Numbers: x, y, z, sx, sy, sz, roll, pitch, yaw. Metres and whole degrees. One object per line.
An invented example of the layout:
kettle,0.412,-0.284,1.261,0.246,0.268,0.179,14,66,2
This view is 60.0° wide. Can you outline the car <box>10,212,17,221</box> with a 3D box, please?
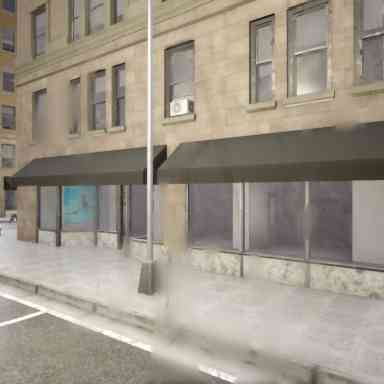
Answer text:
car,-11.204,1.636,26.125,2.033,1.411,5.357,0,0,36
